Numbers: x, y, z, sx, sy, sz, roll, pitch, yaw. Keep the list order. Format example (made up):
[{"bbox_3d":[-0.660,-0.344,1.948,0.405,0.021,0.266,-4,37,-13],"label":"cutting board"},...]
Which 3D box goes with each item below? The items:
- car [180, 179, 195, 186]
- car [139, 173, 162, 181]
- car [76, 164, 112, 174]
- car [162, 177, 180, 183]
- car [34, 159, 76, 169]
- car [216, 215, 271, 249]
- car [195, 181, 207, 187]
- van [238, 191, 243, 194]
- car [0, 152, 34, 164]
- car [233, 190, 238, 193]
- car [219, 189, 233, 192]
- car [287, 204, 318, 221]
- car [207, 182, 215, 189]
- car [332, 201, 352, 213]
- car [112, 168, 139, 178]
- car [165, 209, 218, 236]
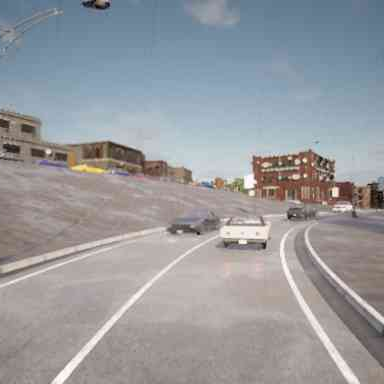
[{"bbox_3d":[-2.054,-1.573,62.949,2.231,1.521,4.892,-2,-4,29],"label":"car"},{"bbox_3d":[-7.521,-2.154,53.490,2.163,1.488,4.792,-2,-4,32],"label":"car"},{"bbox_3d":[-13.541,-2.797,44.006,2.097,1.535,5.008,-2,-4,34],"label":"car"},{"bbox_3d":[-4.713,-1.839,58.232,2.002,1.452,4.674,-2,-4,31],"label":"car"},{"bbox_3d":[-16.665,-3.054,39.428,2.002,1.452,4.674,-2,-4,35],"label":"car"},{"bbox_3d":[2.618,1.709,15.307,1.895,1.301,4.718,-1,-1,16],"label":"car"},{"bbox_3d":[0.598,-1.361,67.919,2.185,1.767,4.553,-1,-4,28],"label":"car"},{"bbox_3d":[12.196,0.583,93.178,1.878,1.987,4.442,-1,-5,22],"label":"van"},{"bbox_3d":[-19.885,-3.382,34.922,2.231,1.521,4.892,-2,-4,36],"label":"car"},{"bbox_3d":[10.019,0.383,87.938,2.002,1.452,4.674,-1,-5,23],"label":"car"},{"bbox_3d":[7.818,-0.048,82.869,2.002,1.452,4.674,-1,-5,24],"label":"car"},{"bbox_3d":[10.599,1.908,31.840,2.128,1.511,4.902,-2,-2,34],"label":"car"},{"bbox_3d":[3.148,-1.125,72.912,2.435,2.045,5.566,-1,-4,27],"label":"car"},{"bbox_3d":[26.572,2.674,58.728,2.150,2.045,5.566,-2,-3,38],"label":"car"},{"bbox_3d":[-10.529,-2.623,48.635,2.185,1.767,4.553,-2,-4,33],"label":"car"},{"bbox_3d":[0.271,1.758,20.103,2.033,1.411,5.357,-1,-1,20],"label":"car"}]
